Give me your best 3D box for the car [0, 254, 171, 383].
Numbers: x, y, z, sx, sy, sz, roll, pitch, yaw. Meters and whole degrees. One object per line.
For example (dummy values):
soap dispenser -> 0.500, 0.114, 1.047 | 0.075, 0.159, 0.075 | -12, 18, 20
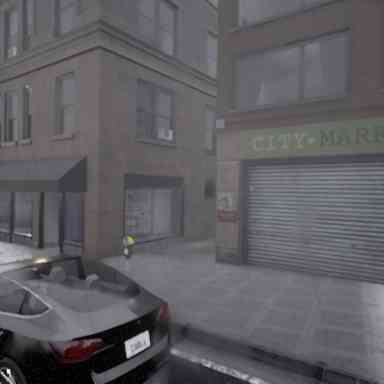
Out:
car -> -2.232, 1.556, 4.550 | 4.313, 1.339, 1.947 | 0, 1, 36
